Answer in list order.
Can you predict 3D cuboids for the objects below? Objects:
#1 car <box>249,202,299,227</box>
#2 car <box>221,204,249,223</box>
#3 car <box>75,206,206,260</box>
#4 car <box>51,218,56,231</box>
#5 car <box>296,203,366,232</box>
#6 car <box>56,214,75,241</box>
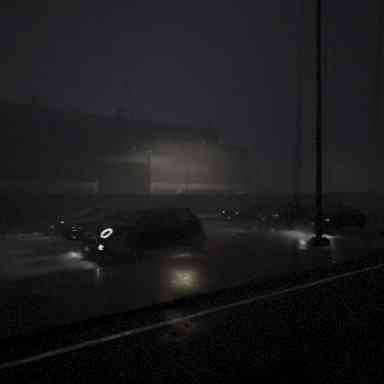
[{"bbox_3d":[6.569,1.467,22.681,4.902,1.511,2.128,0,0,-36],"label":"car"},{"bbox_3d":[4.513,1.575,25.513,4.718,1.301,1.895,0,0,-36],"label":"car"},{"bbox_3d":[-1.719,1.344,12.575,4.553,1.767,2.097,0,0,-35],"label":"car"},{"bbox_3d":[-5.332,1.515,18.594,4.674,1.442,1.812,0,0,-35],"label":"car"},{"bbox_3d":[8.602,1.501,19.832,4.674,1.442,1.812,0,0,-36],"label":"car"},{"bbox_3d":[-3.408,1.468,15.666,5.008,1.535,1.882,0,0,-35],"label":"car"}]
